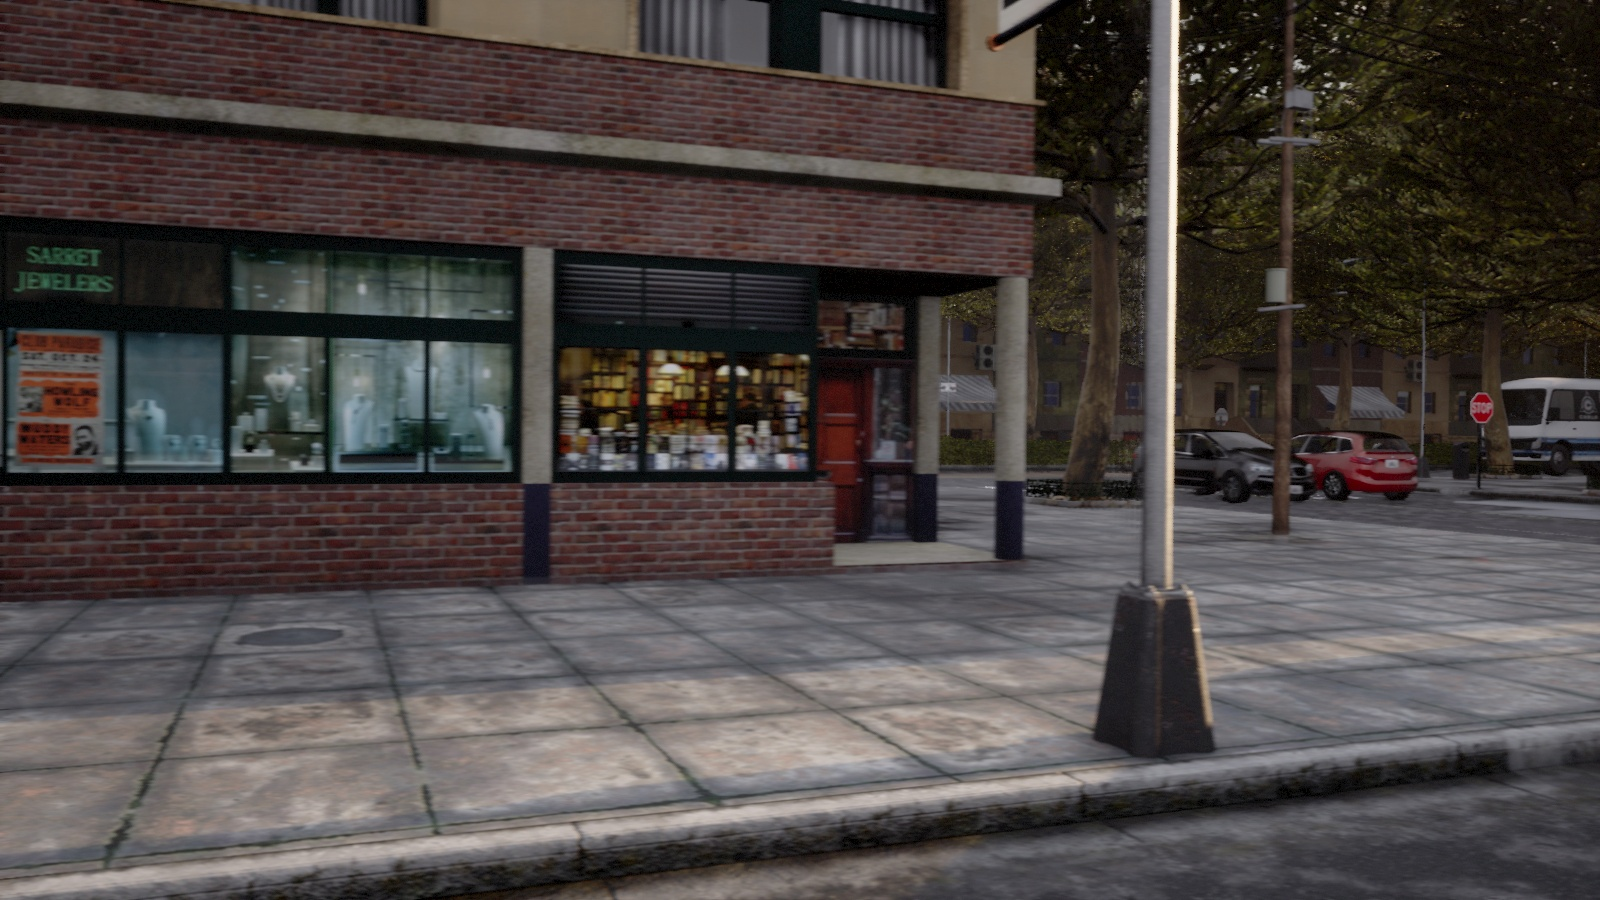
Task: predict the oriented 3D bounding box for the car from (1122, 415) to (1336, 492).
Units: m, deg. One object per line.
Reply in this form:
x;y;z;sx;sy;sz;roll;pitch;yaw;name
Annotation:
10.122;0.044;30.030;2.242;1.667;4.611;-1;1;-26;car

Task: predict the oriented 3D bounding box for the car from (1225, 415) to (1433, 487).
13.224;-0.017;31.711;2.242;1.667;4.611;-1;1;-22;car

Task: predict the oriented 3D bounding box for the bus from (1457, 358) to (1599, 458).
35.536;-1.897;57.410;10.273;4.253;3.944;-1;1;-21;bus
